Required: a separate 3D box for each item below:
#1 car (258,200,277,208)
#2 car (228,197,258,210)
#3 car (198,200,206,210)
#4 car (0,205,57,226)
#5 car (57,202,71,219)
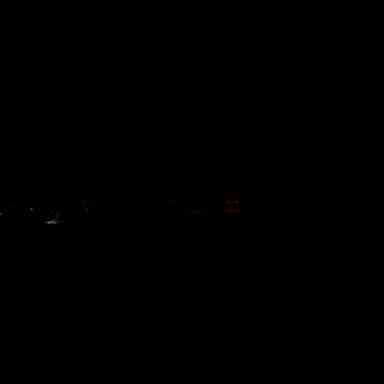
[{"bbox_3d":[14.095,2.218,62.428,2.033,1.411,5.357,-1,-1,36],"label":"car"},{"bbox_3d":[7.898,1.774,53.743,2.150,2.045,5.566,-1,-1,38],"label":"car"},{"bbox_3d":[0.881,2.033,50.217,2.128,1.511,4.902,-1,-1,36],"label":"car"},{"bbox_3d":[-12.757,1.725,24.794,1.994,1.385,4.181,-2,-1,32],"label":"car"},{"bbox_3d":[-12.138,1.802,32.179,1.837,1.490,4.892,-1,-1,36],"label":"car"}]
